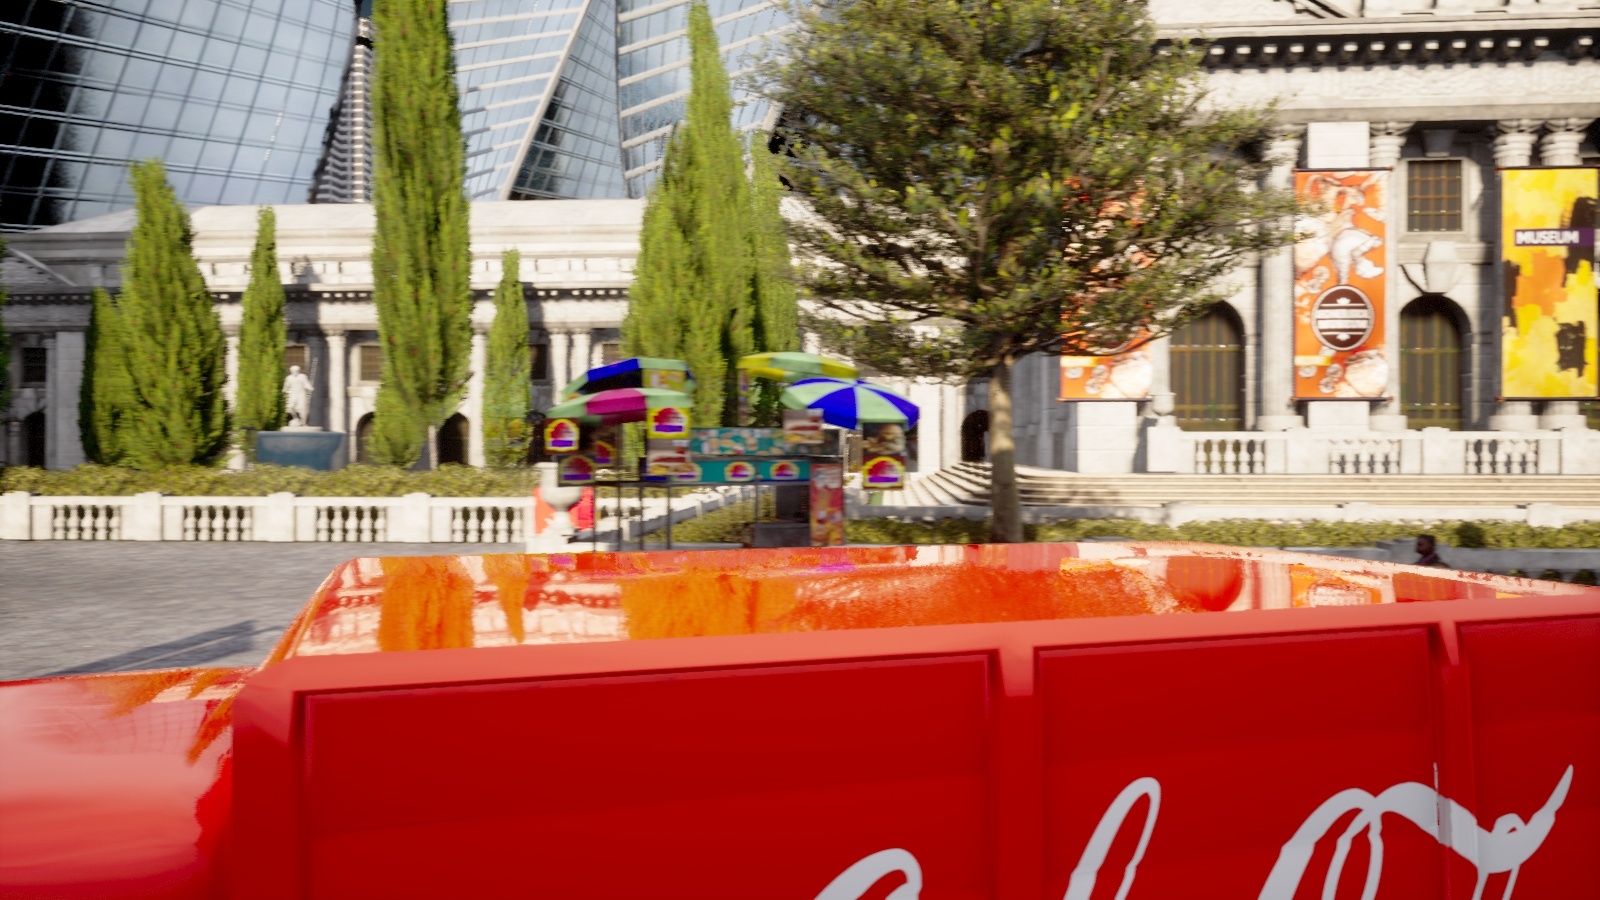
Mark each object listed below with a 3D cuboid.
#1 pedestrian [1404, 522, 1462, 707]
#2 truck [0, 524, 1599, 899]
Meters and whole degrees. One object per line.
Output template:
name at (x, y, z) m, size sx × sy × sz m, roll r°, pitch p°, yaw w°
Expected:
pedestrian at (6.557, 1.690, 11.836) m, size 0.375 × 1.860 × 0.375 m, roll 0°, pitch 0°, yaw -7°
truck at (-0.496, 1.565, 3.076) m, size 5.204 × 2.467 × 2.627 m, roll 0°, pitch 0°, yaw -18°
